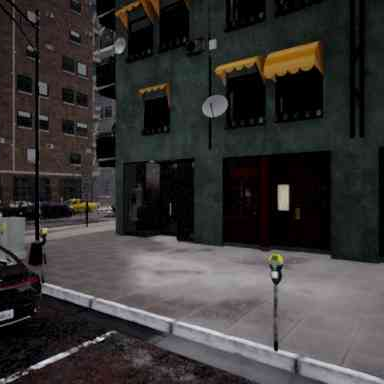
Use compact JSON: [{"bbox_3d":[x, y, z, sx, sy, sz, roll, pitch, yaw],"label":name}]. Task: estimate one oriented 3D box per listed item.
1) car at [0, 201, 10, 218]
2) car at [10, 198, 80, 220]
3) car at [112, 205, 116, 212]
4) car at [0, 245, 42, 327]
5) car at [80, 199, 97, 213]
[{"bbox_3d":[-14.068,1.360,26.067,2.008,1.369,4.403,1,1,35],"label":"car"},{"bbox_3d":[-11.222,1.354,25.640,1.994,1.385,4.181,0,1,35],"label":"car"},{"bbox_3d":[-4.693,1.296,29.385,1.895,1.301,4.718,0,1,35],"label":"car"},{"bbox_3d":[-4.487,1.554,6.065,4.403,1.369,2.008,0,0,35],"label":"car"},{"bbox_3d":[-10.982,1.259,30.495,1.752,1.417,4.829,1,1,35],"label":"car"}]
